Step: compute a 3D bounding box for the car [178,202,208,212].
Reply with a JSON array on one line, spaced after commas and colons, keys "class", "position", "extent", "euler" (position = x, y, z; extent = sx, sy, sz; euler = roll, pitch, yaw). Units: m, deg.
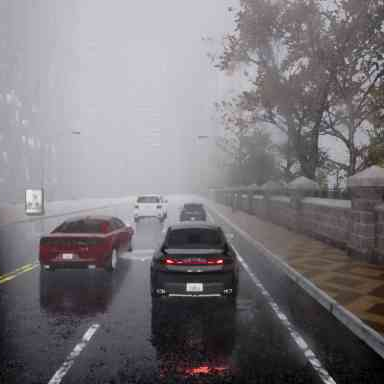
[{"class": "car", "position": [0.071, 1.504, 24.212], "extent": [1.837, 1.490, 4.892], "euler": [0, 0, 0]}]

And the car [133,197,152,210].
[{"class": "car", "position": [-6.509, 1.489, 44.181], "extent": [1.882, 1.535, 5.008], "euler": [0, 0, 0]}]

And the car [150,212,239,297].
[{"class": "car", "position": [0.067, 1.503, 8.529], "extent": [1.837, 1.490, 4.892], "euler": [0, 0, 0]}]

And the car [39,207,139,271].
[{"class": "car", "position": [-3.151, 1.475, 10.886], "extent": [1.882, 1.535, 5.008], "euler": [0, 0, 0]}]

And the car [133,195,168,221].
[{"class": "car", "position": [-3.142, 1.221, 25.922], "extent": [2.150, 2.045, 5.566], "euler": [0, 0, -1]}]
